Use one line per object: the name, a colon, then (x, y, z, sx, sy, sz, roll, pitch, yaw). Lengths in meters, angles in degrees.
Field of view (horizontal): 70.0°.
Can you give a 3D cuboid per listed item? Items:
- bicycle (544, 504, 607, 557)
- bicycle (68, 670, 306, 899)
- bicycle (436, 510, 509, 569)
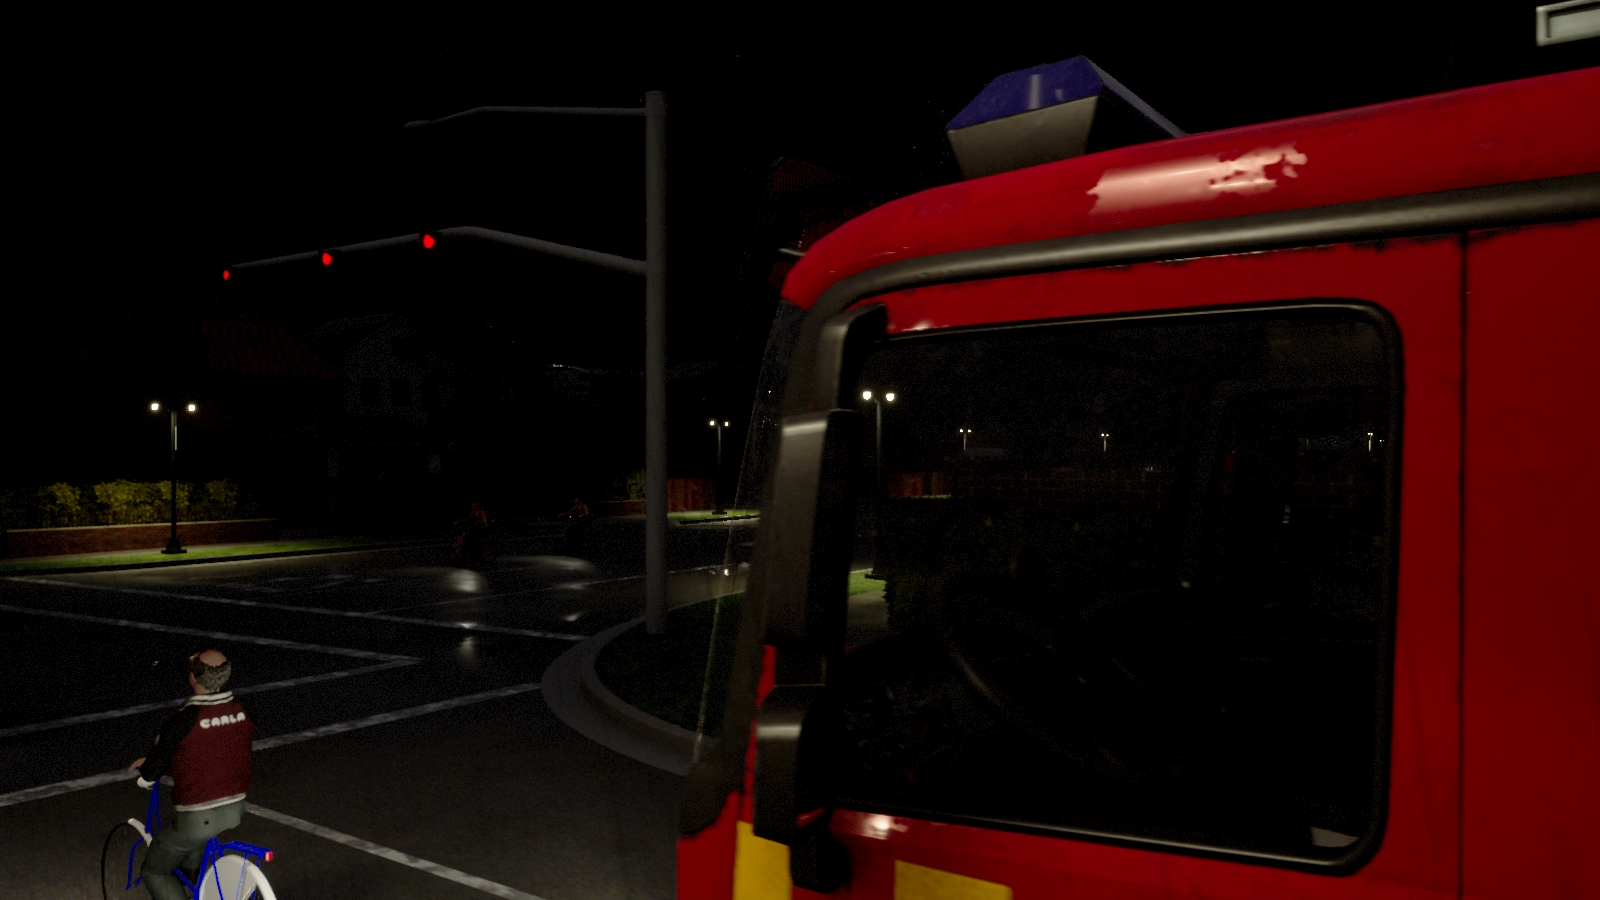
bicycle: (-6.042, 2.155, 30.832, 0.859, 1.301, 1.487, 0, 0, 34)
bicycle: (-3.310, 2.051, 6.093, 1.835, 1.496, 0.329, 0, 0, 35)
bicycle: (-7.975, 2.155, 27.858, 0.859, 1.301, 1.487, 0, 0, 35)
